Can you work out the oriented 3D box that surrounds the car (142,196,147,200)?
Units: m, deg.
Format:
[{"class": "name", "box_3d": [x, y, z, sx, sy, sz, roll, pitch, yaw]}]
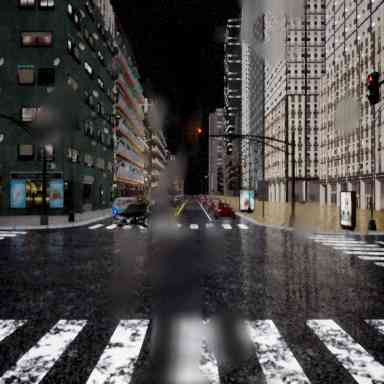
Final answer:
[{"class": "car", "box_3d": [-5.666, 1.328, 33.981, 2.192, 1.841, 5.009, 0, 0, 0]}]

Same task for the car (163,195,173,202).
[{"class": "car", "box_3d": [-5.647, 1.492, 78.202, 1.967, 1.590, 4.097, 0, 0, 0]}]

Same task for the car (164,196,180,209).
[{"class": "car", "box_3d": [-3.072, 1.584, 46.237, 1.994, 1.385, 4.181, 0, 0, 0]}]

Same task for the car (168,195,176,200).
[{"class": "car", "box_3d": [-5.640, 1.640, 94.785, 1.947, 1.339, 4.313, 0, 0, 0]}]

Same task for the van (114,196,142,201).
[{"class": "van", "box_3d": [-5.669, 1.351, 28.454, 1.690, 1.788, 3.998, 0, 0, 0]}]

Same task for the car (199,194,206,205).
[{"class": "car", "box_3d": [2.724, 1.468, 56.087, 1.967, 1.590, 4.097, 0, 0, 0]}]

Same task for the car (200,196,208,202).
[{"class": "car", "box_3d": [2.733, 1.634, 78.197, 1.802, 1.307, 4.206, 0, 0, 0]}]

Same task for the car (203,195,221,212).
[{"class": "car", "box_3d": [2.717, 1.456, 39.504, 1.967, 1.590, 4.097, 0, 0, 0]}]

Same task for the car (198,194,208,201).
[{"class": "car", "box_3d": [2.737, 1.373, 83.725, 2.192, 1.841, 5.009, 0, 0, 0]}]

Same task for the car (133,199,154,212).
[{"class": "car", "box_3d": [-5.665, 1.560, 39.509, 1.887, 1.381, 4.507, 0, 0, 0]}]

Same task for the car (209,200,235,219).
[{"class": "car", "box_3d": [2.711, 1.592, 28.448, 1.802, 1.307, 4.206, 0, 0, 0]}]

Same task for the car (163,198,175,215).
[{"class": "car", "box_3d": [-3.078, 1.614, 34.236, 1.895, 1.301, 4.718, 0, 0, 0]}]

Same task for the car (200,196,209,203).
[{"class": "car", "box_3d": [2.731, 1.590, 72.670, 1.887, 1.381, 4.507, 0, 0, 0]}]

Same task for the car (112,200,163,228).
[{"class": "car", "box_3d": [-3.556, 1.512, 22.572, 1.837, 1.490, 4.892, 0, 0, 7]}]

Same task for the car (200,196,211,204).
[{"class": "car", "box_3d": [2.728, 1.590, 67.142, 2.008, 1.369, 4.403, 0, 0, 0]}]
